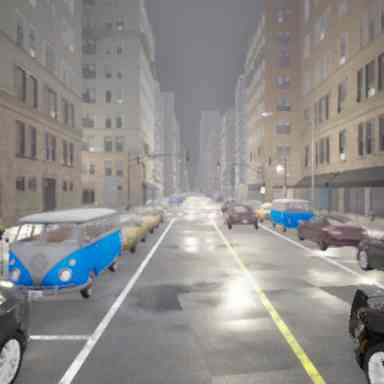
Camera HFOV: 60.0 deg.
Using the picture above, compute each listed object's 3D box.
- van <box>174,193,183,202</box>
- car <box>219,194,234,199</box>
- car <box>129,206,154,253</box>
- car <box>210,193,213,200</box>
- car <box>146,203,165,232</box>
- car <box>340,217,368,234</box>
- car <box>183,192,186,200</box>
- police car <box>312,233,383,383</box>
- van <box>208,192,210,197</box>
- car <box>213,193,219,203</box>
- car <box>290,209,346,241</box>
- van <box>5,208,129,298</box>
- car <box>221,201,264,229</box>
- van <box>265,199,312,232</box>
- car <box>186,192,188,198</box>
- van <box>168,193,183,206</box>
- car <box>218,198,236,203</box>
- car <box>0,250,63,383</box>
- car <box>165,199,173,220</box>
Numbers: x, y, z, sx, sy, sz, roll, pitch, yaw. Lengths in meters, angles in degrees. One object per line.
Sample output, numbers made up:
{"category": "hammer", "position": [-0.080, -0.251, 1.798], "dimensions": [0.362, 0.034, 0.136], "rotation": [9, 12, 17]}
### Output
{"category": "van", "position": [-2.732, 1.204, 69.109], "dimensions": [1.690, 1.788, 3.998], "rotation": [0, 0, 0]}
{"category": "car", "position": [5.762, 1.358, 52.354], "dimensions": [1.967, 1.590, 4.097], "rotation": [0, 0, 0]}
{"category": "car", "position": [-2.835, 1.506, 13.650], "dimensions": [1.752, 1.417, 4.829], "rotation": [0, 0, 0]}
{"category": "car", "position": [5.804, 1.409, 74.694], "dimensions": [2.008, 1.369, 4.403], "rotation": [0, 0, 0]}
{"category": "car", "position": [-2.825, 1.496, 19.319], "dimensions": [1.752, 1.417, 4.829], "rotation": [0, 0, 0]}
{"category": "car", "position": [5.680, 1.552, 8.149], "dimensions": [2.008, 1.369, 4.403], "rotation": [0, 0, 0]}
{"category": "car", "position": [-2.742, 1.193, 63.524], "dimensions": [2.192, 1.841, 5.009], "rotation": [0, 0, 0]}
{"category": "police car", "position": [3.275, 1.428, 2.135], "dimensions": [1.930, 1.638, 5.238], "rotation": [0, 0, -16]}
{"category": "van", "position": [5.826, 1.160, 85.864], "dimensions": [1.690, 1.788, 3.998], "rotation": [0, 0, 0]}
{"category": "car", "position": [5.783, 1.206, 63.524], "dimensions": [2.192, 1.841, 5.009], "rotation": [0, 0, 0]}
{"category": "car", "position": [5.691, 1.576, 13.819], "dimensions": [1.802, 1.307, 4.206], "rotation": [0, 0, 0]}
{"category": "van", "position": [-2.846, 1.329, 8.151], "dimensions": [1.690, 1.788, 3.998], "rotation": [0, 0, 0]}
{"category": "car", "position": [3.051, 1.502, 21.302], "dimensions": [1.812, 1.442, 4.674], "rotation": [0, 0, 0]}
{"category": "van", "position": [5.702, 1.325, 19.489], "dimensions": [1.690, 1.788, 3.998], "rotation": [0, 0, 0]}
{"category": "car", "position": [-2.700, 1.350, 85.869], "dimensions": [1.887, 1.381, 4.507], "rotation": [0, 0, 0]}
{"category": "van", "position": [-2.763, 1.246, 52.352], "dimensions": [1.690, 1.788, 3.998], "rotation": [0, 0, 0]}
{"category": "car", "position": [4.834, 1.557, 34.602], "dimensions": [1.895, 1.301, 4.718], "rotation": [0, 0, 30]}
{"category": "car", "position": [-2.856, 1.544, 2.483], "dimensions": [2.008, 1.369, 4.403], "rotation": [0, 0, 0]}
{"category": "car", "position": [-2.814, 1.510, 25.156], "dimensions": [2.008, 1.369, 4.403], "rotation": [0, 0, 0]}
